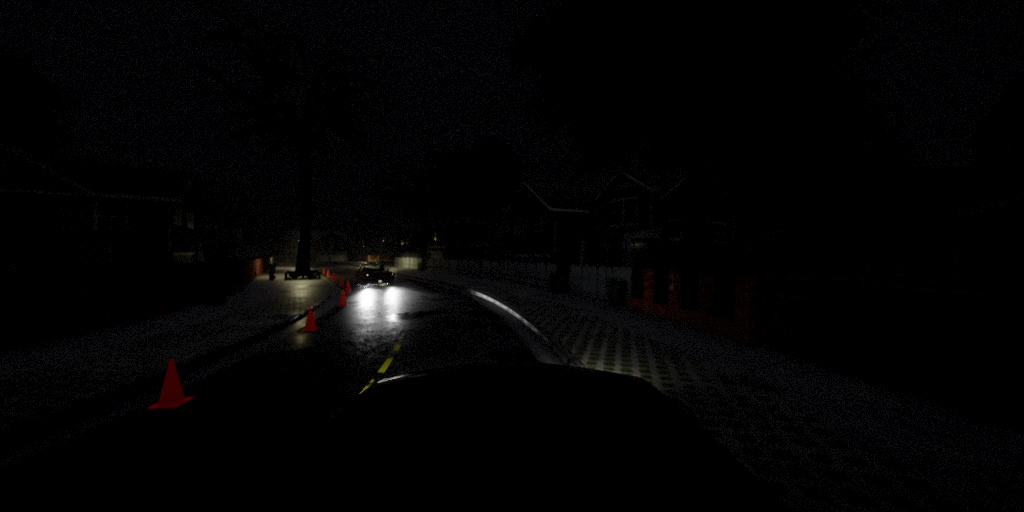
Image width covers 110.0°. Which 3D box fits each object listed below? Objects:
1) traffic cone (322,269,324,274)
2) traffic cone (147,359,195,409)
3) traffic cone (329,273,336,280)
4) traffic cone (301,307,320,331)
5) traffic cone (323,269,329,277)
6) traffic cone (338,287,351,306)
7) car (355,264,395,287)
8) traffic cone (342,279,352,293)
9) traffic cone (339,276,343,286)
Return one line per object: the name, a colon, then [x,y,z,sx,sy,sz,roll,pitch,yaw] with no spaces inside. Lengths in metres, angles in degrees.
traffic cone: [-18.510,1.461,35.304,0.340,0.580,0.340,0,0,-31]
traffic cone: [-4.563,1.683,4.809,0.340,0.580,0.340,0,0,-6]
traffic cone: [-13.292,1.523,26.773,0.340,0.580,0.340,0,0,-31]
traffic cone: [-5.312,1.649,9.461,0.340,0.580,0.340,0,0,-12]
traffic cone: [-15.901,1.493,31.038,0.340,0.580,0.340,0,0,-31]
traffic cone: [-6.592,1.616,13.996,0.340,0.580,0.340,0,0,-19]
car: [-9.027,1.192,23.492,1.895,1.301,4.718,0,0,-30]
traffic cone: [-8.385,1.584,18.353,0.340,0.580,0.340,0,0,-26]
traffic cone: [-10.683,1.554,22.508,0.340,0.580,0.340,0,0,-31]
